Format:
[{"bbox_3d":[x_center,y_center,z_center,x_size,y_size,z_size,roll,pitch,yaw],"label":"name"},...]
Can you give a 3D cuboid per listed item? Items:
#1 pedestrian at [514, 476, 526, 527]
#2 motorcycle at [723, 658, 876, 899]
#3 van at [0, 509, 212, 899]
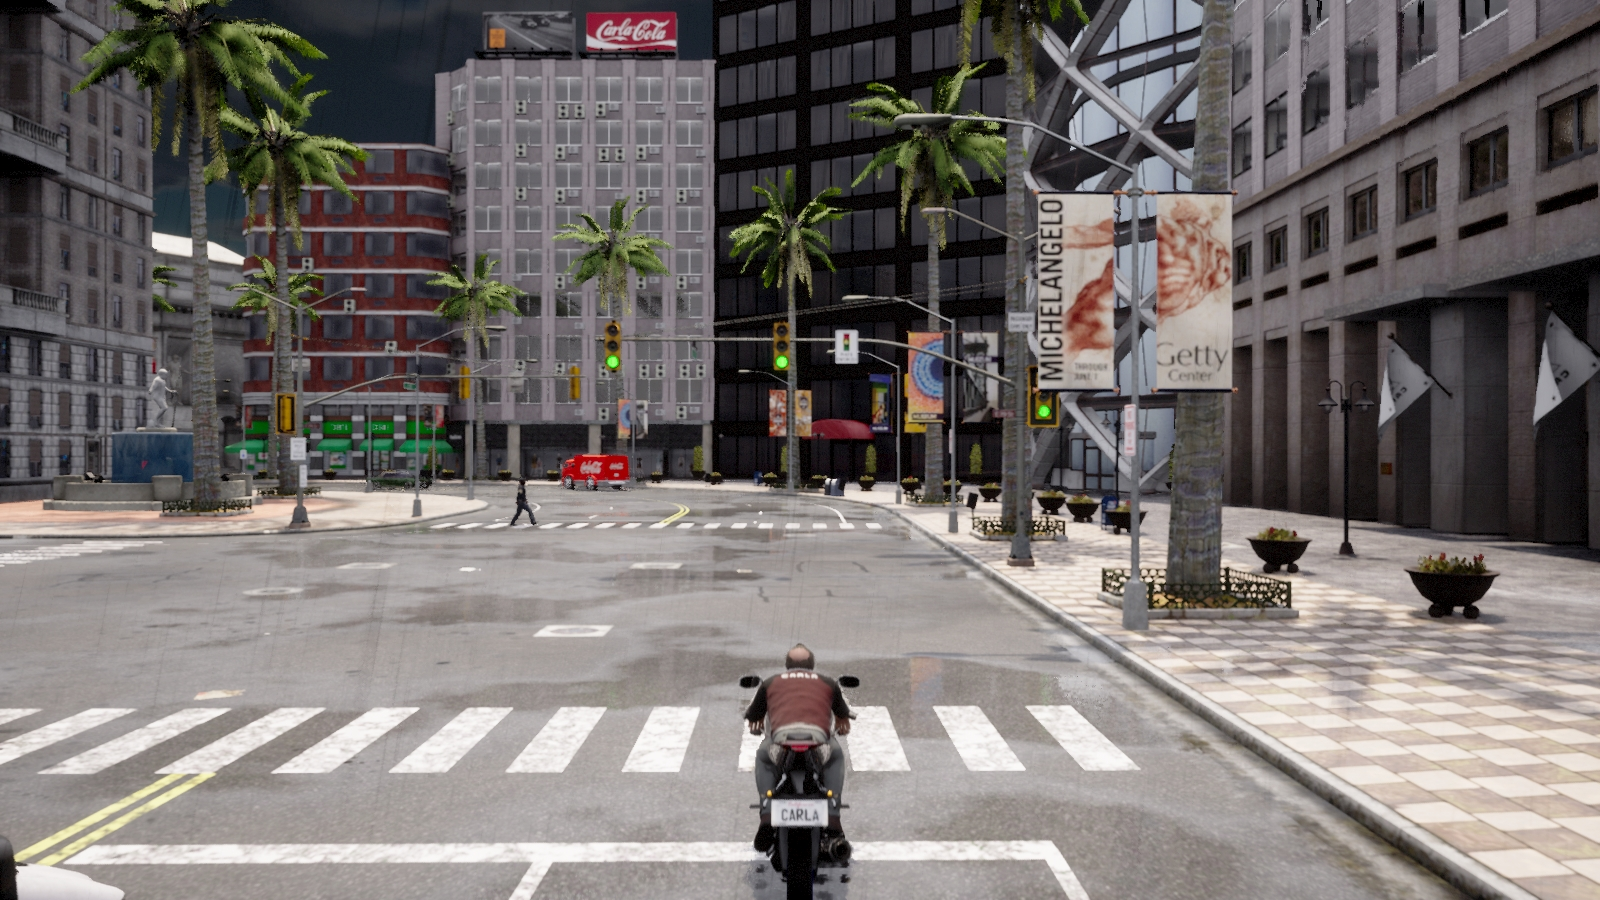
[{"bbox_3d":[-10.230,1.876,41.776,0.375,1.860,0.375,0,0,-4],"label":"pedestrian"},{"bbox_3d":[-0.002,2.211,7.593,0.867,1.251,2.209,0,0,0],"label":"motorcycle"},{"bbox_3d":[-3.507,1.537,1.918,1.988,2.561,5.915,0,0,0],"label":"van"}]
